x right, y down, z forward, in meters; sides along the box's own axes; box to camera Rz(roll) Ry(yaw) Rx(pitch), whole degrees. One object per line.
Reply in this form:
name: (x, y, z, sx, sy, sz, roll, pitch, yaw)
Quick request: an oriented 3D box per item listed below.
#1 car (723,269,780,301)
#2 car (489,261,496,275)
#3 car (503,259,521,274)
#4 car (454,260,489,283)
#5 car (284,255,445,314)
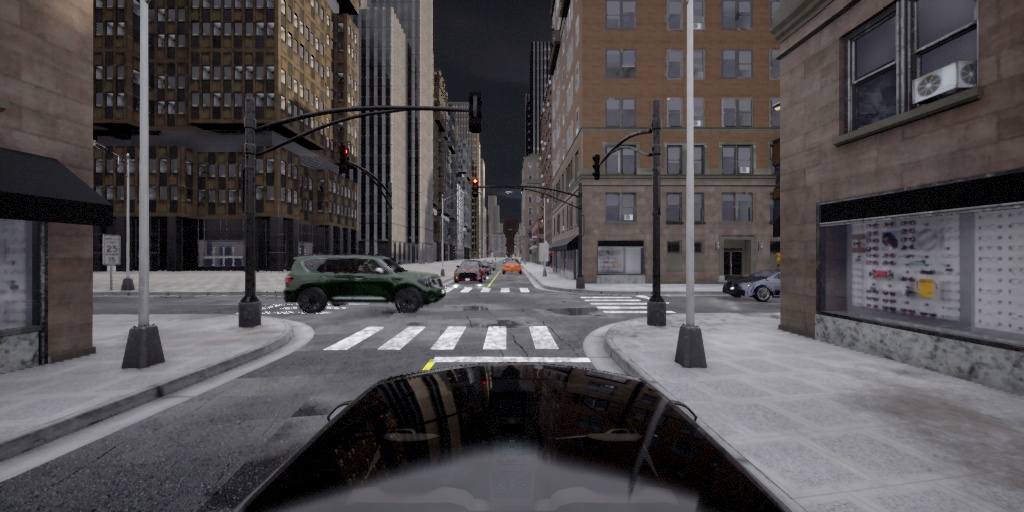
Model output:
car: (12.219, 1.313, 16.675, 4.181, 1.385, 1.994, 0, 0, -1)
car: (-3.176, 1.298, 38.063, 2.033, 1.411, 5.357, 0, 0, 0)
car: (0.012, 1.103, 42.016, 2.097, 1.767, 4.553, 0, 0, 0)
car: (-3.159, 1.103, 27.804, 2.097, 1.767, 4.553, 0, 0, 0)
car: (-5.347, 0.973, 13.326, 5.566, 2.045, 2.150, 0, 0, -1)
